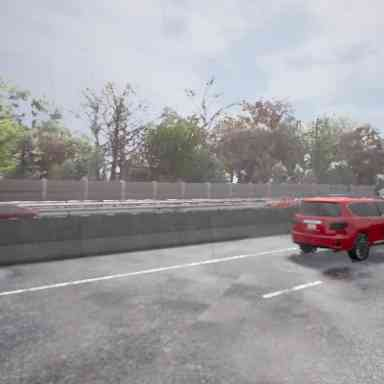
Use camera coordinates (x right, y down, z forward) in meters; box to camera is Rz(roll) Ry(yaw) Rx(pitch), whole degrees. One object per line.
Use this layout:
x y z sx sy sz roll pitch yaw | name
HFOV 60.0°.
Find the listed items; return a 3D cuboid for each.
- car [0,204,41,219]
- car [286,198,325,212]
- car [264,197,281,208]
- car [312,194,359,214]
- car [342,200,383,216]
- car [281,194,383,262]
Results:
-12.147 1.525 21.123 4.674 1.442 1.812 0 0 -36 | car
13.448 1.507 39.362 4.892 1.490 1.837 0 0 -35 | car
11.253 1.354 42.092 4.553 1.767 2.097 0 0 -35 | car
15.982 1.222 36.871 5.566 2.045 2.150 0 0 -35 | car
17.229 1.527 33.469 4.674 1.442 1.812 0 0 -35 | car
6.083 1.218 12.382 5.566 2.045 2.150 0 0 -35 | car
